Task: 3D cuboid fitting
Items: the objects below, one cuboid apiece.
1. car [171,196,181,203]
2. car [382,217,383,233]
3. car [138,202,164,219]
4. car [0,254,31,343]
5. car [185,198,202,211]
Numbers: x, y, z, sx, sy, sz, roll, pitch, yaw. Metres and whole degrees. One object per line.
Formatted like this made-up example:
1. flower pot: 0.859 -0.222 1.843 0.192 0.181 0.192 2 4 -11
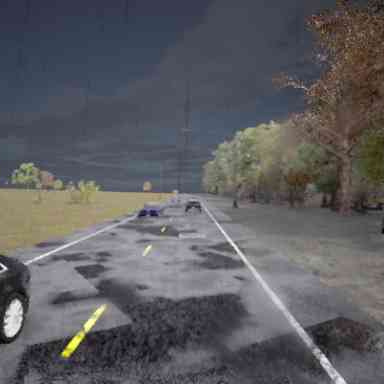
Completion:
1. car: -3.393 1.485 70.123 1.812 1.442 4.674 0 0 0
2. car: 11.711 1.491 18.312 1.812 1.442 4.674 0 0 37
3. car: -3.556 1.606 29.292 1.895 1.301 4.718 0 0 0
4. car: -3.595 1.504 3.648 1.837 1.490 4.892 0 0 0
5. car: 0.160 1.513 40.385 1.837 1.490 4.892 0 0 0
